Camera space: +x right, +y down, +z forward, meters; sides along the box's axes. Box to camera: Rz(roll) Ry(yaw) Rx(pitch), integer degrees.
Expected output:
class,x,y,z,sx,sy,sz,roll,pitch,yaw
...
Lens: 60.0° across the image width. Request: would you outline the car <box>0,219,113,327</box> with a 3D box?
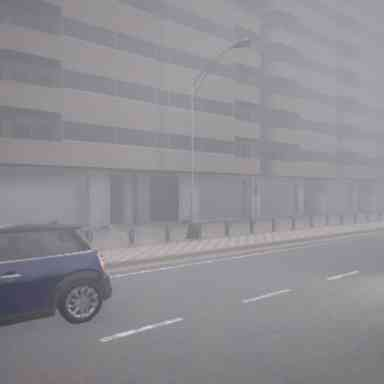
class,x,y,z,sx,sy,sz,roll,pitch,yaw
car,-3.774,1.352,5.598,4.553,1.767,2.097,0,0,-34
